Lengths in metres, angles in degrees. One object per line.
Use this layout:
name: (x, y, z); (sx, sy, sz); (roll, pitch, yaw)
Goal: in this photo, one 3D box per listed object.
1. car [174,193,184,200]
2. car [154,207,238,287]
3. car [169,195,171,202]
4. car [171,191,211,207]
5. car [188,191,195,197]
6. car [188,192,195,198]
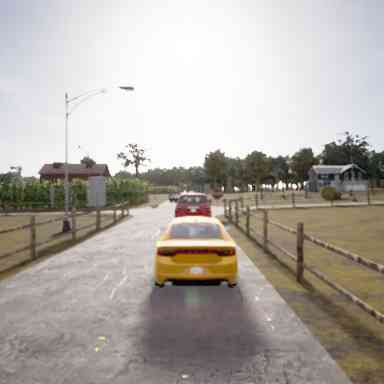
car: (-2.832, 0.948, 72.418); (1.895, 1.301, 4.718); (0, 1, 0)
car: (0.087, 1.409, 9.195); (1.882, 1.535, 5.008); (0, 1, 0)
car: (-2.888, 1.055, 58.027); (1.994, 1.385, 4.181); (0, 1, 0)
car: (0.045, 1.062, 20.840); (2.150, 2.045, 5.566); (0, 1, -1)
car: (-0.097, 0.470, 92.975); (1.882, 1.535, 5.008); (0, 1, 0)
car: (-0.089, 0.749, 82.548); (1.837, 1.490, 4.892); (0, 1, 0)
